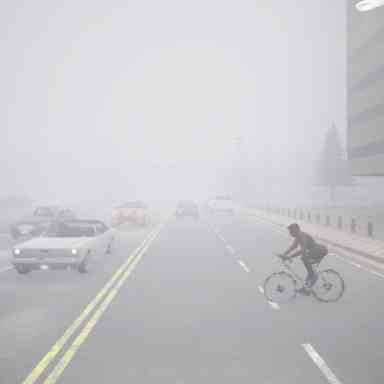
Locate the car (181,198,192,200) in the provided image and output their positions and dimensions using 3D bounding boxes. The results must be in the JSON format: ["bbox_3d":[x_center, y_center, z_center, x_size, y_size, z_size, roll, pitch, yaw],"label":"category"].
[{"bbox_3d":[-0.687,1.476,41.290,1.882,1.535,5.008,0,0,-1],"label":"car"}]

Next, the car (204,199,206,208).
[{"bbox_3d":[2.763,1.351,43.958,2.097,1.767,4.553,0,0,-1],"label":"car"}]

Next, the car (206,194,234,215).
[{"bbox_3d":[2.949,1.221,34.480,2.150,2.045,5.566,0,0,-1],"label":"car"}]

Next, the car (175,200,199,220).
[{"bbox_3d":[-0.438,1.600,28.530,1.895,1.301,4.718,0,0,-1],"label":"car"}]

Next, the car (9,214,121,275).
[{"bbox_3d":[-3.787,1.600,10.657,1.895,1.301,4.718,0,0,-1],"label":"car"}]

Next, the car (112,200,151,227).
[{"bbox_3d":[-4.006,1.351,22.441,2.097,1.767,4.553,0,0,-1],"label":"car"}]

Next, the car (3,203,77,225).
[{"bbox_3d":[-7.379,1.492,17.039,2.128,1.511,4.902,0,0,-1],"label":"car"}]

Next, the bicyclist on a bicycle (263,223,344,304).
[{"bbox_3d":[2.230,1.452,6.675,1.656,1.620,0.582,-2,0,-1],"label":"bicyclist on a bicycle"}]

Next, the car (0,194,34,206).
[{"bbox_3d":[-21.849,1.152,41.792,1.932,1.855,4.605,0,0,-1],"label":"car"}]
